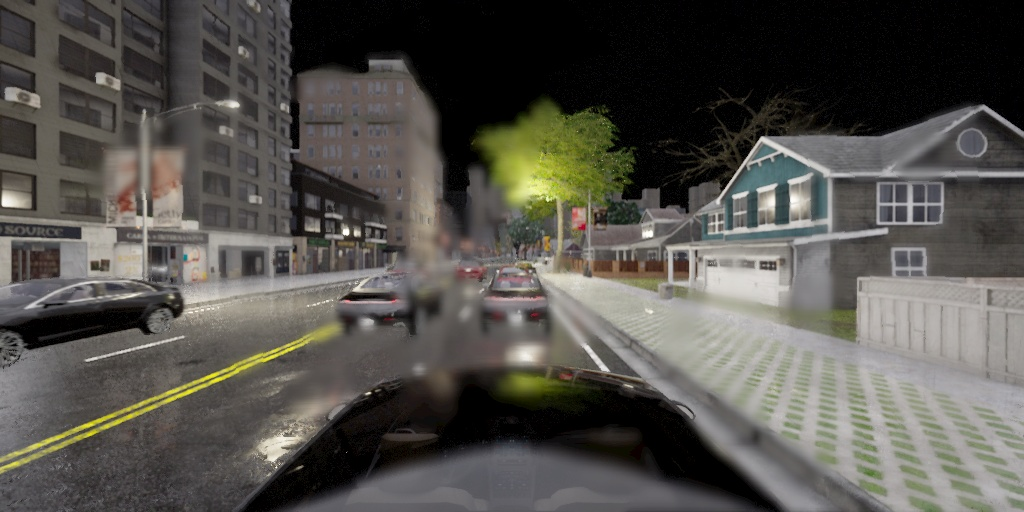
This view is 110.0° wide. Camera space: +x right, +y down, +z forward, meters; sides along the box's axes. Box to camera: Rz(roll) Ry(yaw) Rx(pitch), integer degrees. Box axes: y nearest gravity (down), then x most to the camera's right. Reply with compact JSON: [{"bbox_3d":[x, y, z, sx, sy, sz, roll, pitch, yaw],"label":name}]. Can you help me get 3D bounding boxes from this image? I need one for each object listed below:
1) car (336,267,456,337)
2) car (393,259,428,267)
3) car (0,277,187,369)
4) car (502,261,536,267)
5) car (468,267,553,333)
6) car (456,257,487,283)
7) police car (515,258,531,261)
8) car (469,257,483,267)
[{"bbox_3d":[-3.139,1.239,10.237,2.128,1.511,4.902,0,0,0],"label":"car"},{"bbox_3d":[-6.574,1.091,22.479,2.097,1.767,4.553,0,0,0],"label":"car"},{"bbox_3d":[-9.841,1.241,7.722,2.128,1.511,4.902,0,0,0],"label":"car"},{"bbox_3d":[0.122,1.219,20.227,1.882,1.535,5.008,0,0,0],"label":"car"},{"bbox_3d":[0.113,1.239,10.723,2.128,1.511,4.902,0,0,0],"label":"car"},{"bbox_3d":[-3.118,1.085,28.265,2.097,1.767,4.553,0,0,0],"label":"car"},{"bbox_3d":[1.008,1.156,29.956,1.930,1.638,5.238,0,0,0],"label":"police car"},{"bbox_3d":[-6.466,1.037,65.166,2.097,1.767,4.553,0,0,1],"label":"car"}]
